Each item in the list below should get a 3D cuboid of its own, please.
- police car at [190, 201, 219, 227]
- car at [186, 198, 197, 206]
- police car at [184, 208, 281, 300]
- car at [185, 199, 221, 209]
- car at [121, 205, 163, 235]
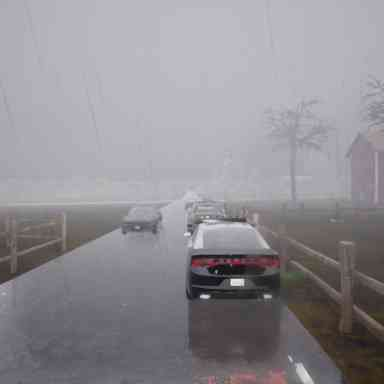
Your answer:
[{"bbox_3d":[0.806,1.502,24.595,1.930,1.638,5.238,0,0,0],"label":"police car"},{"bbox_3d":[-0.046,1.837,59.519,1.895,1.301,4.718,0,0,0],"label":"car"},{"bbox_3d":[0.818,1.432,8.587,1.930,1.638,5.238,0,0,0],"label":"police car"},{"bbox_3d":[0.809,1.394,18.453,2.097,1.767,4.553,0,0,0],"label":"car"},{"bbox_3d":[-2.767,1.525,19.310,1.882,1.535,5.008,0,0,0],"label":"car"}]
